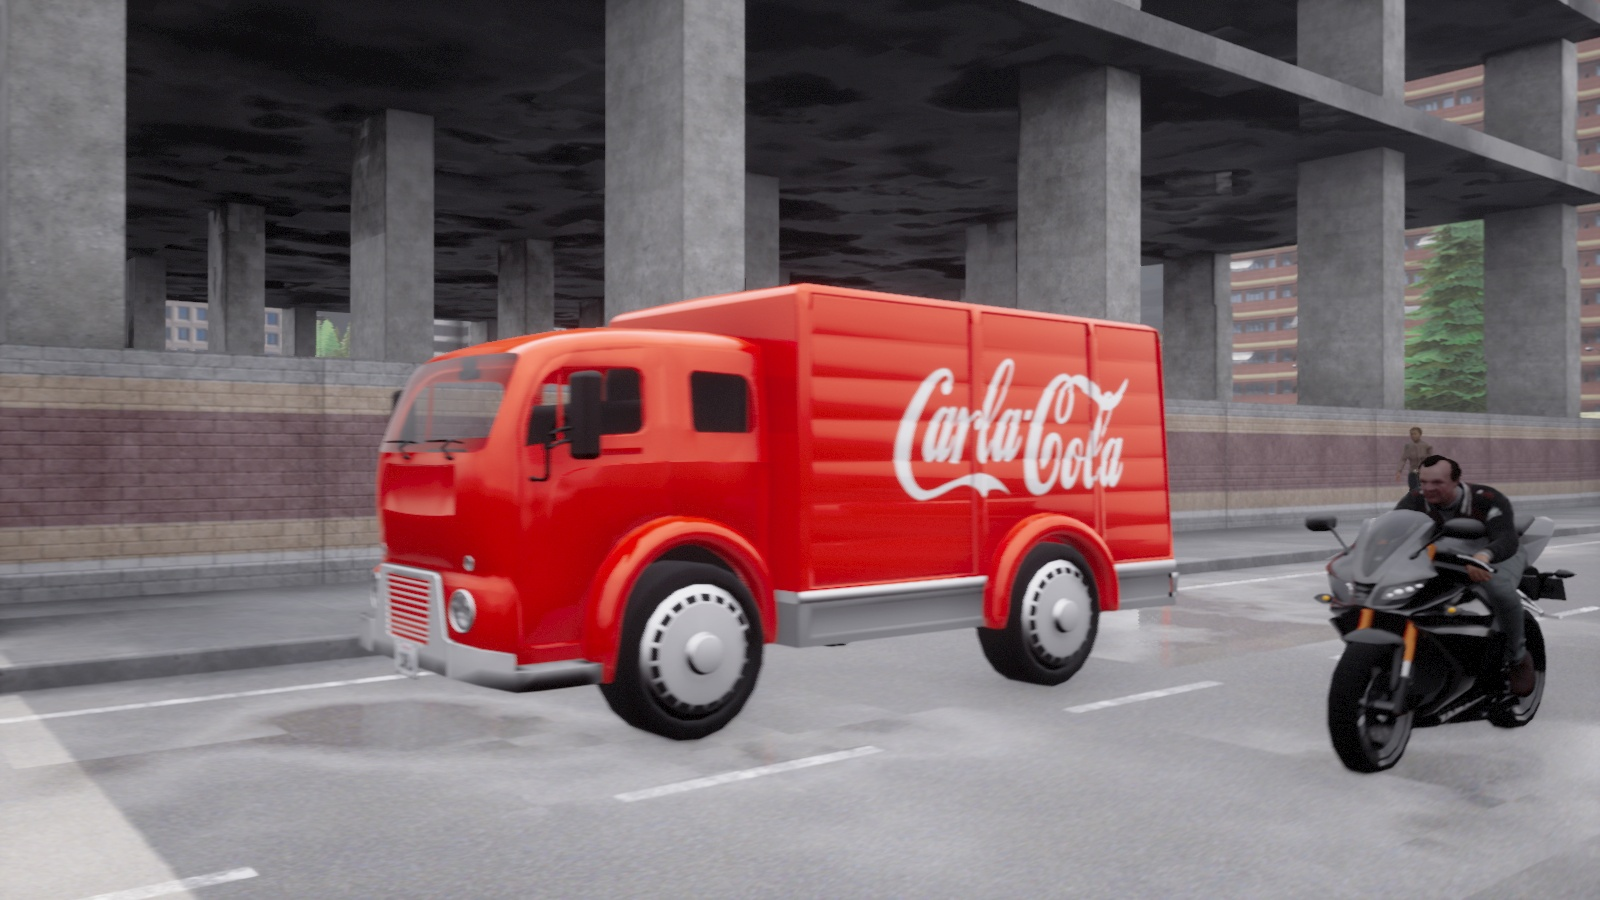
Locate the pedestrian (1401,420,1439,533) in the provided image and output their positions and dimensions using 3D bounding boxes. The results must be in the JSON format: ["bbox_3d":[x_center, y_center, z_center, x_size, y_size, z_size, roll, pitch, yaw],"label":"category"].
[{"bbox_3d":[10.335,0.434,20.923,0.634,1.846,0.331,0,0,-40],"label":"pedestrian"}]

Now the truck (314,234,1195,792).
[{"bbox_3d":[-0.088,0.284,8.202,5.204,2.467,2.627,0,0,-39],"label":"truck"}]

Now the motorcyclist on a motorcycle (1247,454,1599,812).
[{"bbox_3d":[3.289,0.791,6.414,2.191,1.530,0.866,0,0,-39],"label":"motorcyclist on a motorcycle"}]
